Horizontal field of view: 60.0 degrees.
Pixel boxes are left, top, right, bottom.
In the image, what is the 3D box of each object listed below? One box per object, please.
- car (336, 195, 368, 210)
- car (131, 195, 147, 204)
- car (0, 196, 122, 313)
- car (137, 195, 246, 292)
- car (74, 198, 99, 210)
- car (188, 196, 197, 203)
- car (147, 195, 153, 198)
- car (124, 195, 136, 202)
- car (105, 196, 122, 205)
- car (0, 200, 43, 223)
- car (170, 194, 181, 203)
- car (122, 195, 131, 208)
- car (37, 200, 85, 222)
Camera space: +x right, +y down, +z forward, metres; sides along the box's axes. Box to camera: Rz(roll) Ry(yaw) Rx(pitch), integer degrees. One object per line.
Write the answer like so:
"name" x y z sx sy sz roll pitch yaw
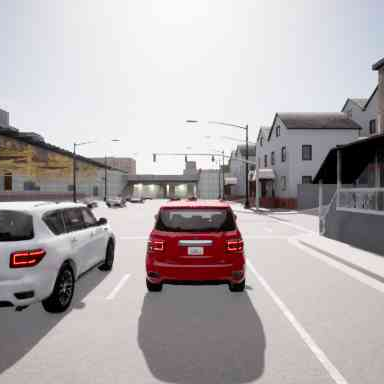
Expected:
"car" 14.229 1.057 28.762 4.181 1.385 1.994 -14 0 -1
"car" -10.396 1.547 63.104 2.033 1.411 5.357 0 0 1
"car" -3.409 1.221 7.806 2.150 2.045 5.566 0 0 1
"car" 0.099 1.221 9.068 2.150 2.045 5.566 0 0 1
"car" -13.995 1.562 44.266 1.994 1.385 4.181 0 0 0
"car" 0.162 1.503 69.222 1.837 1.490 4.892 0 0 0
"car" -10.313 1.330 78.750 2.033 1.411 5.357 0 0 0
"car" -13.824 1.486 74.158 1.837 1.490 4.892 0 0 0
"car" -13.930 1.525 59.020 1.812 1.442 4.674 0 0 0
"car" -14.039 1.504 26.878 1.837 1.490 4.892 0 0 0
"car" -3.336 1.352 69.200 2.097 1.767 4.553 0 0 0
"car" -10.488 1.491 46.492 2.128 1.511 4.902 0 0 0
"car" -10.537 1.478 27.204 1.882 1.535 5.008 0 0 0
